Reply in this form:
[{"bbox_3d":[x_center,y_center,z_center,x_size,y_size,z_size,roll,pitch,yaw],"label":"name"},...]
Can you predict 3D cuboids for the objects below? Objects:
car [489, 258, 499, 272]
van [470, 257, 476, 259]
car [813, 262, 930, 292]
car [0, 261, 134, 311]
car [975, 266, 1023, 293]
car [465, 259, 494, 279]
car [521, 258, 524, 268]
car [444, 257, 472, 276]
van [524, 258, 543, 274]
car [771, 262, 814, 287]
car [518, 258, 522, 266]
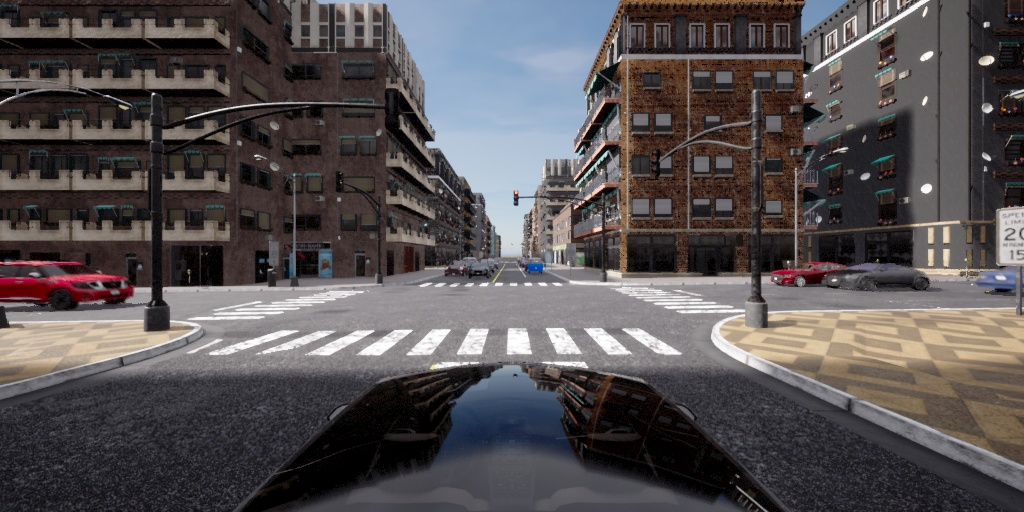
[{"bbox_3d":[-2.951,1.287,43.073,2.033,1.411,5.357,0,0,-1],"label":"car"},{"bbox_3d":[-5.517,1.079,47.046,1.690,1.789,3.998,0,0,0],"label":"van"},{"bbox_3d":[18.490,1.041,18.350,4.181,1.385,1.994,-1,0,0],"label":"car"},{"bbox_3d":[-19.817,1.240,15.398,5.566,2.045,2.150,-1,0,0],"label":"car"},{"bbox_3d":[23.645,0.954,15.515,5.357,1.411,2.033,-1,0,0],"label":"car"},{"bbox_3d":[-2.921,1.248,33.172,1.837,1.490,4.892,0,0,0],"label":"car"},{"bbox_3d":[2.552,1.283,47.065,1.888,1.381,4.507,0,0,0],"label":"car"},{"bbox_3d":[-5.525,1.182,35.882,1.967,1.591,4.097,0,0,0],"label":"car"},{"bbox_3d":[2.602,1.081,40.861,1.690,1.789,3.998,0,0,0],"label":"van"},{"bbox_3d":[17.555,1.033,20.814,4.507,1.381,1.888,0,0,0],"label":"car"},{"bbox_3d":[2.434,1.300,58.227,1.948,1.339,4.313,0,0,0],"label":"car"}]
